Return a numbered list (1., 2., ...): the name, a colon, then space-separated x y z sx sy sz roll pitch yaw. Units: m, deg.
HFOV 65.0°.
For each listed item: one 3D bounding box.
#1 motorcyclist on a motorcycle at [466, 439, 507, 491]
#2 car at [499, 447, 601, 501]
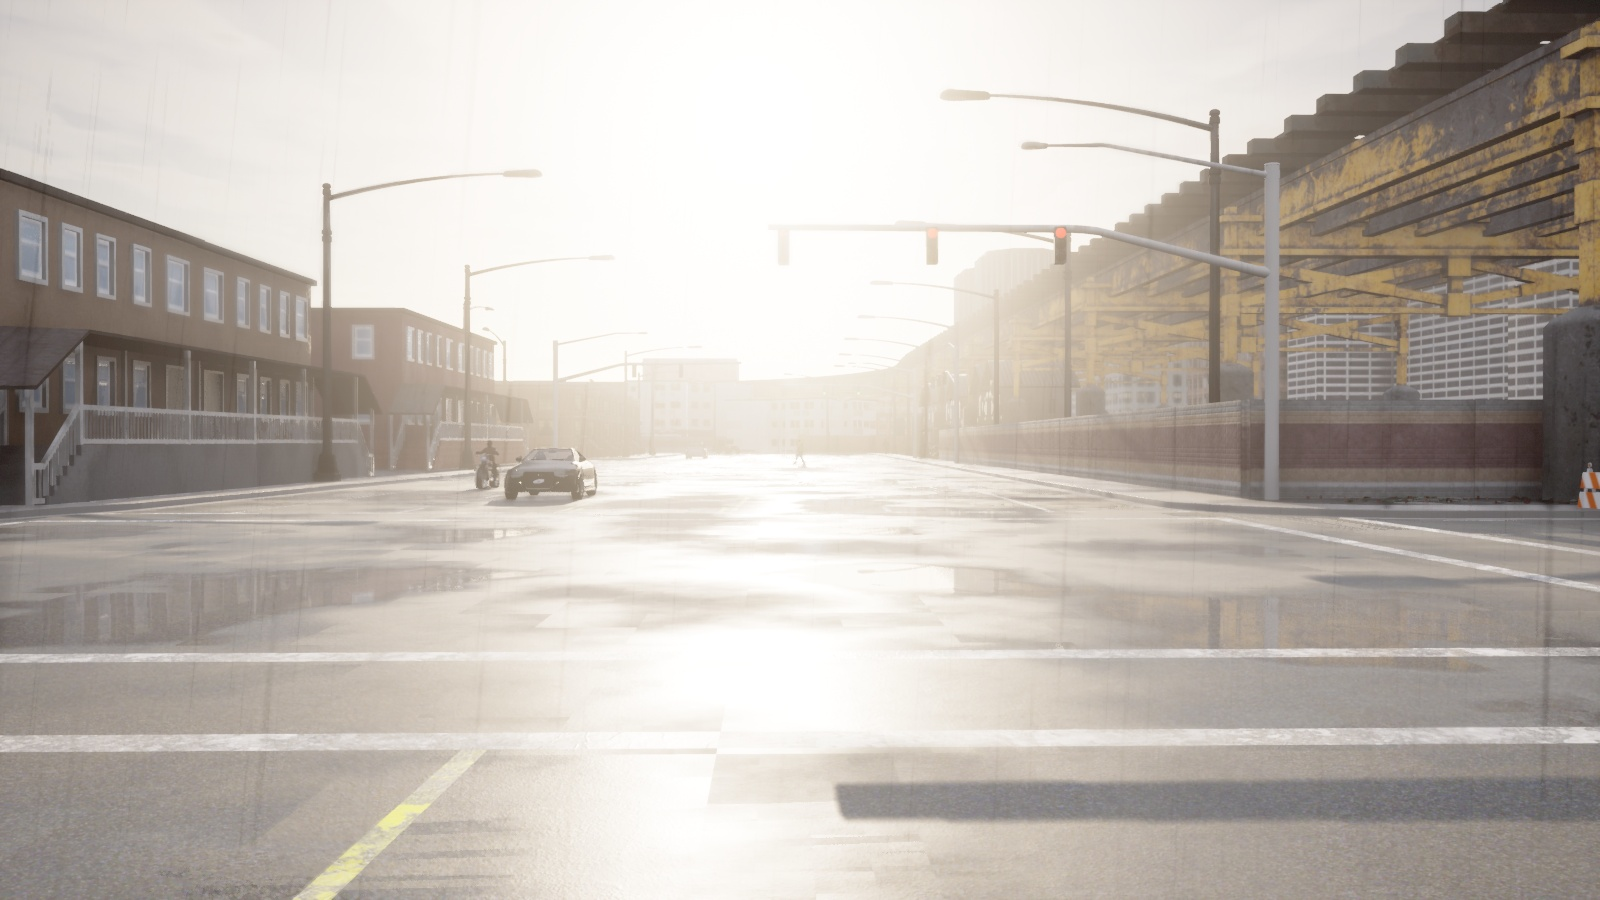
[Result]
1. motorcyclist on a motorcycle: -10.250 0.456 41.137 0.766 1.649 2.350 0 0 0
2. car: -6.793 0.610 34.588 1.994 1.385 4.181 0 0 0
